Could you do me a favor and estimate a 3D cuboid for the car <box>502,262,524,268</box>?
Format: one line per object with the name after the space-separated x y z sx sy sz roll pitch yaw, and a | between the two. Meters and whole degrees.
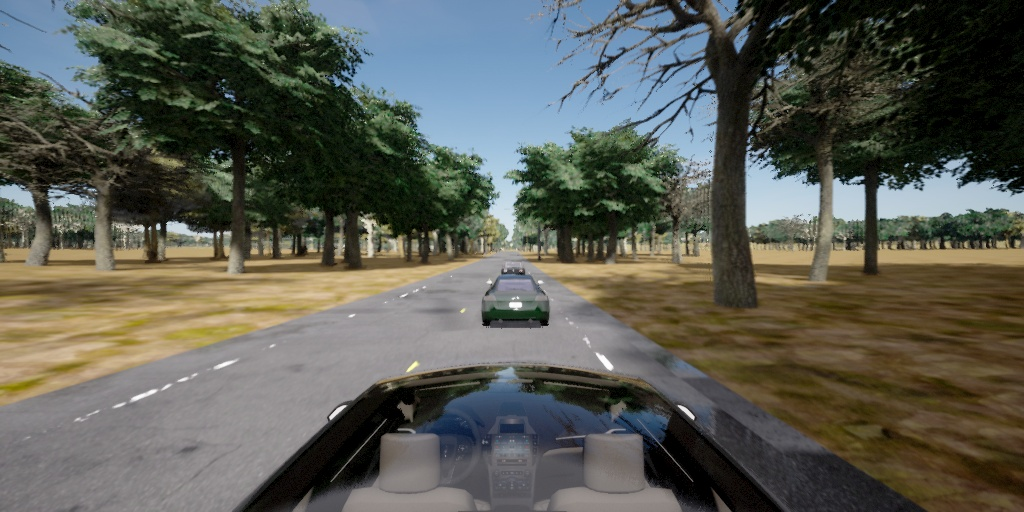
0.097 1.133 29.617 1.895 1.301 4.718 0 1 0 | car

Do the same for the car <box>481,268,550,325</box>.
0.099 1.278 11.710 1.994 1.385 4.181 0 0 0 | car
